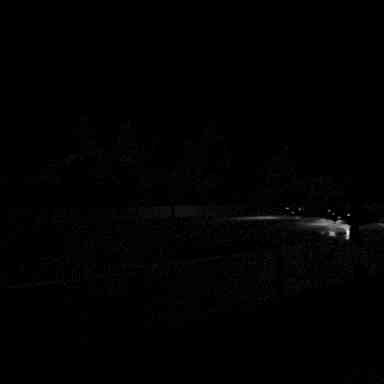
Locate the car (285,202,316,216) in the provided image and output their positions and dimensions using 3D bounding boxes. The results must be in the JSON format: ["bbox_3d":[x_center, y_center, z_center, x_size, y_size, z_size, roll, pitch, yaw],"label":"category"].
[{"bbox_3d":[11.647,1.729,33.719,4.718,1.301,1.895,1,0,-35],"label":"car"}]

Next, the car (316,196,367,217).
[{"bbox_3d":[14.593,1.361,31.517,5.566,2.045,2.150,0,0,-35],"label":"car"}]

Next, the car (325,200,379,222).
[{"bbox_3d":[12.777,1.630,25.938,4.674,1.442,1.812,0,0,-35],"label":"car"}]
